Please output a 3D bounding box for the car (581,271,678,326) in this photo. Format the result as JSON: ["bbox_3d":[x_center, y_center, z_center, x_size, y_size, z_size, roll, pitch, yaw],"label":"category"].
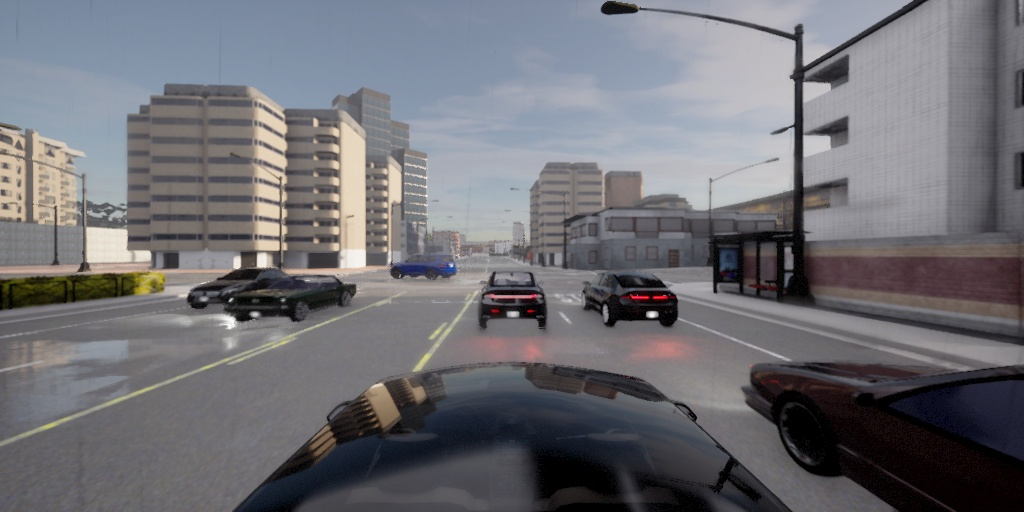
[{"bbox_3d":[3.494,1.216,11.437,1.837,1.490,4.892,0,0,-1],"label":"car"}]

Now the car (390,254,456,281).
[{"bbox_3d":[-7.228,0.891,29.195,5.566,2.045,2.150,0,-1,23],"label":"car"}]

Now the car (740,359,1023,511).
[{"bbox_3d":[3.582,1.297,1.692,2.033,1.411,5.357,0,0,0],"label":"car"}]

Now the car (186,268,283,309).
[{"bbox_3d":[-10.661,1.225,14.706,1.812,1.442,4.674,0,0,-1],"label":"car"}]

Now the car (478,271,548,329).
[{"bbox_3d":[-0.001,1.203,11.152,2.128,1.511,4.902,0,0,-1],"label":"car"}]

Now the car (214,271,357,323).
[{"bbox_3d":[-7.142,1.310,12.167,1.895,1.301,4.718,0,0,0],"label":"car"}]
